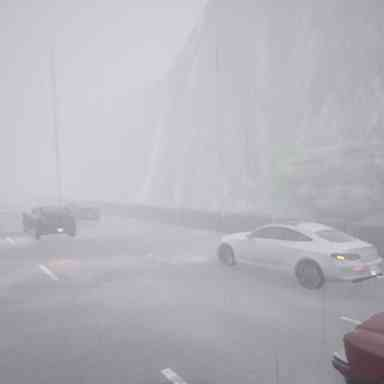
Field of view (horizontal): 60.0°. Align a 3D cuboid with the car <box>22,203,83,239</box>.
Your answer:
[{"bbox_3d":[-7.461,1.461,17.207,1.837,1.490,4.892,0,0,-36],"label":"car"}]

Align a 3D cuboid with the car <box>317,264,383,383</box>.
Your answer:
[{"bbox_3d":[3.468,1.602,2.080,1.895,1.301,4.718,0,0,-36],"label":"car"}]

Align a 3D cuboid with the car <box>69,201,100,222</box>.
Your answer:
[{"bbox_3d":[-8.345,1.391,24.407,1.882,1.535,5.008,0,1,-36],"label":"car"}]

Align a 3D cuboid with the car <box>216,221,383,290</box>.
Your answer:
[{"bbox_3d":[2.646,1.527,9.194,1.812,1.442,4.674,0,0,-36],"label":"car"}]
